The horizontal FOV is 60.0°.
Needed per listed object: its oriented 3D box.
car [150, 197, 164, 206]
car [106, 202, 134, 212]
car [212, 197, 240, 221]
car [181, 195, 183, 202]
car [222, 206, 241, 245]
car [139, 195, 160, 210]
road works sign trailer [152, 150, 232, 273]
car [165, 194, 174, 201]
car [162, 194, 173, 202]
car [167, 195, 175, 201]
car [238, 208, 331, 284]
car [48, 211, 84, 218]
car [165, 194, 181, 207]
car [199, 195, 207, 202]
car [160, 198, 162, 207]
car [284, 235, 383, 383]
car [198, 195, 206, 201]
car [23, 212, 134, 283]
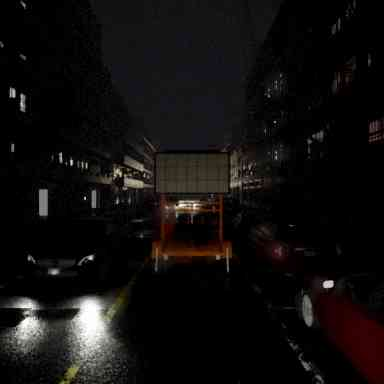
[{"bbox_3d":[-5.673,1.570,54.657,1.802,1.307,4.206,0,0,0],"label":"car"},{"bbox_3d":[-5.681,1.523,26.304,1.752,1.417,4.829,0,0,0],"label":"car"},{"bbox_3d":[2.701,1.312,26.468,2.192,1.841,5.009,0,0,0],"label":"car"},{"bbox_3d":[-2.976,1.482,78.263,1.837,1.490,4.892,0,0,0],"label":"car"},{"bbox_3d":[2.696,1.550,15.195,2.008,1.369,4.403,0,0,0],"label":"car"},{"bbox_3d":[-5.676,1.432,43.384,1.967,1.590,4.097,0,0,0],"label":"car"},{"bbox_3d":[0.003,0.464,10.692,2.380,3.560,2.880,0,0,0],"label":"road works sign trailer"},{"bbox_3d":[-5.663,1.415,82.838,1.967,1.590,4.097,0,0,0],"label":"car"},{"bbox_3d":[-5.664,1.293,77.202,2.192,1.841,5.009,0,0,0],"label":"car"},{"bbox_3d":[-5.662,1.516,88.475,1.887,1.381,4.507,0,0,0],"label":"car"},{"bbox_3d":[2.694,1.440,9.559,1.967,1.590,4.097,0,0,0],"label":"car"},{"bbox_3d":[-5.685,1.565,15.200,1.947,1.339,4.313,0,0,0],"label":"car"},{"bbox_3d":[-3.079,1.515,51.811,1.812,1.442,4.674,0,0,0],"label":"car"},{"bbox_3d":[2.715,1.503,77.365,1.752,1.417,4.829,0,0,0],"label":"car"},{"bbox_3d":[-5.673,1.305,49.020,2.192,1.841,5.009,0,0,0],"label":"car"},{"bbox_3d":[2.693,1.545,3.922,1.887,1.381,4.507,0,0,0],"label":"car"},{"bbox_3d":[2.719,1.517,88.468,1.887,1.381,4.507,0,0,0],"label":"car"},{"bbox_3d":[-3.097,1.525,9.801,1.812,1.442,4.674,0,0,0],"label":"car"}]
